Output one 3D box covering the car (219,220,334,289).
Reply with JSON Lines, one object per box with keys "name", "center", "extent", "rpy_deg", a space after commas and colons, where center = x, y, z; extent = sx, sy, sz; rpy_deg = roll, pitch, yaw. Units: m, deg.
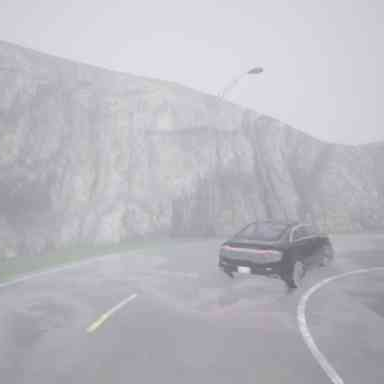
{"name": "car", "center": [2.584, 1.555, 9.503], "extent": [2.128, 1.511, 4.902], "rpy_deg": [-1, -1, 35]}
